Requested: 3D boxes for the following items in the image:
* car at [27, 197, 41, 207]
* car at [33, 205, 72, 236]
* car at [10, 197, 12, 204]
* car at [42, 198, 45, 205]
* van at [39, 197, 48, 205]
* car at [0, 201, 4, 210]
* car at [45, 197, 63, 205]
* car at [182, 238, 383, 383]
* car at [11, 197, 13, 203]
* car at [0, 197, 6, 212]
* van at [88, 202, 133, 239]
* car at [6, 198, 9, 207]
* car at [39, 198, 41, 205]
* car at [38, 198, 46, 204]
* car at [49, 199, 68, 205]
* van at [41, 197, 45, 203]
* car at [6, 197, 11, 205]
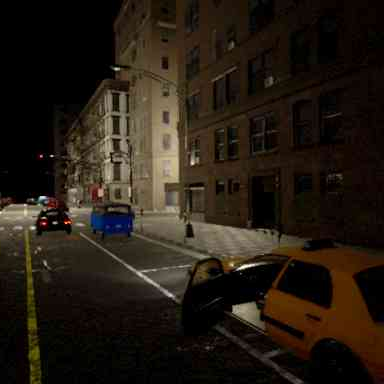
[{"bbox_3d":[-32.532,2.204,67.778,2.033,1.411,5.357,-1,0,-27],"label":"car"},{"bbox_3d":[-8.464,1.730,20.086,2.033,1.411,5.357,-1,0,-27],"label":"car"},{"bbox_3d":[-40.788,2.354,72.181,1.947,1.339,4.313,-1,0,-27],"label":"car"},{"bbox_3d":[-23.876,2.059,56.480,1.887,1.381,4.507,-1,0,-27],"label":"car"},{"bbox_3d":[-36.064,2.093,80.627,1.690,1.788,3.998,-1,0,-27],"label":"van"},{"bbox_3d":[-30.964,2.121,52.712,1.752,1.417,4.829,-1,0,-27],"label":"car"},{"bbox_3d":[-19.005,1.731,46.823,2.192,1.841,5.009,-1,0,-27],"label":"car"},{"bbox_3d":[1.669,1.449,4.945,1.801,1.575,5.366,-1,0,-27],"label":"car"},{"bbox_3d":[-43.225,2.417,77.010,1.802,1.307,4.206,-1,0,-27],"label":"car"},{"bbox_3d":[-28.606,1.864,48.036,2.192,1.841,5.009,-1,0,-27],"label":"car"},{"bbox_3d":[-4.457,1.463,17.997,1.690,1.788,3.998,-1,0,-27],"label":"van"},{"bbox_3d":[-33.477,2.211,57.693,1.947,1.339,4.313,-1,0,-27],"label":"car"},{"bbox_3d":[-28.750,2.176,66.139,1.947,1.339,4.313,-1,0,-27],"label":"car"},{"bbox_3d":[-38.576,2.326,85.607,1.752,1.417,4.829,-1,0,-27],"label":"car"},{"bbox_3d":[-16.565,1.912,41.993,1.887,1.381,4.507,-1,0,-27],"label":"car"},{"bbox_3d":[-26.316,1.903,61.311,1.690,1.788,3.998,-1,0,-27],"label":"van"},{"bbox_3d":[-38.351,2.291,67.352,2.008,1.369,4.403,-1,0,-27],"label":"car"}]
